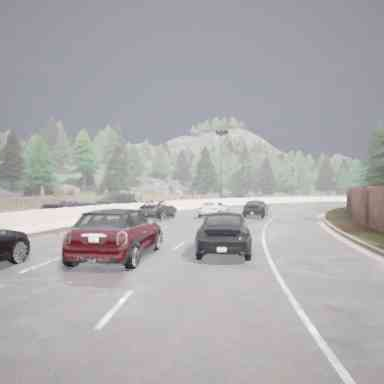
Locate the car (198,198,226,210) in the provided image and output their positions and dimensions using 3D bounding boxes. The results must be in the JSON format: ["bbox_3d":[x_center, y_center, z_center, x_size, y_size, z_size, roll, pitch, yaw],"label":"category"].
[{"bbox_3d":[1.887,1.500,29.341,1.812,1.442,4.674,0,0,19],"label":"car"}]

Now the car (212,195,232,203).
[{"bbox_3d":[6.476,1.440,71.498,1.837,1.490,4.892,0,0,40],"label":"car"}]

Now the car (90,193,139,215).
[{"bbox_3d":[-7.785,1.154,34.050,2.150,2.045,5.566,0,0,20],"label":"car"}]

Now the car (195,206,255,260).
[{"bbox_3d":[1.246,1.496,12.467,1.837,1.490,4.892,0,0,8],"label":"car"}]

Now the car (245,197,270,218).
[{"bbox_3d":[5.803,1.493,29.880,1.837,1.490,4.892,0,0,20],"label":"car"}]

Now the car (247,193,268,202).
[{"bbox_3d":[13.603,1.199,68.961,2.097,1.767,4.553,0,0,43],"label":"car"}]

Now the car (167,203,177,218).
[{"bbox_3d":[-2.684,1.452,26.540,2.128,1.511,4.902,0,0,16],"label":"car"}]

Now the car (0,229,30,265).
[{"bbox_3d":[-6.270,1.458,8.769,2.128,1.511,4.902,0,0,5],"label":"car"}]

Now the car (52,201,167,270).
[{"bbox_3d":[-2.436,1.330,11.249,2.097,1.767,4.553,0,0,7],"label":"car"}]
